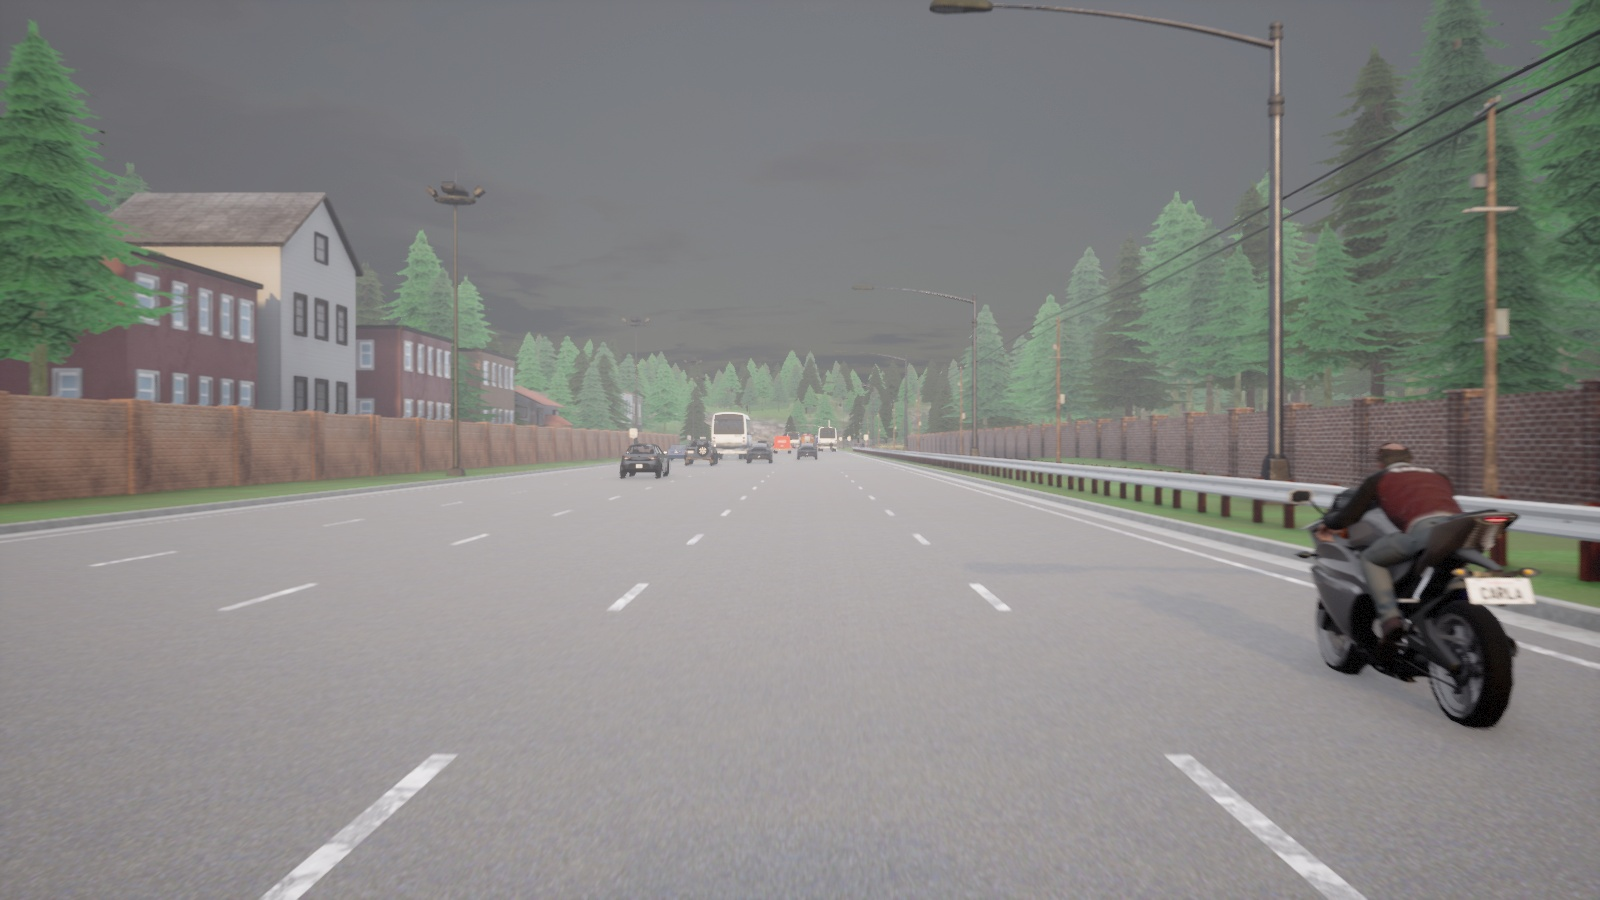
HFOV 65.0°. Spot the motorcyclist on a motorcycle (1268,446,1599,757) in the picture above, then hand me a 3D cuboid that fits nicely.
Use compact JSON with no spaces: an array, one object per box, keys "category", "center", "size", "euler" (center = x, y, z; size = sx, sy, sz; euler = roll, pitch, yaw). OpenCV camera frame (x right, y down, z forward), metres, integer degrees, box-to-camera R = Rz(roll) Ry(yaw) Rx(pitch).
[{"category":"motorcyclist on a motorcycle","center":[3.557,0.744,7.294],"size":[0.866,1.530,2.191],"euler":[0,0,0]}]

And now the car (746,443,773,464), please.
[{"category":"car","center":[-2.958,0.232,92.785],"size":[1.837,1.490,4.892],"euler":[0,0,0]}]

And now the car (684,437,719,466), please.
[{"category":"car","center":[-6.512,0.095,83.132],"size":[1.932,1.855,4.605],"euler":[0,0,0]}]

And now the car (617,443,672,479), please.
[{"category":"car","center":[-6.677,0.452,54.329],"size":[1.816,1.474,4.193],"euler":[0,0,0]}]
